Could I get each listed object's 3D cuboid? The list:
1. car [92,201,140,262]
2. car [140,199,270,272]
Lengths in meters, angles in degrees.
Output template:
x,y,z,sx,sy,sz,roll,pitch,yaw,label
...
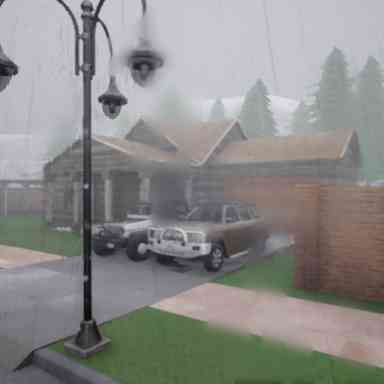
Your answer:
x,y,z,sx,sy,sz,roll,pitch,yaw,label
-1.514,1.190,11.604,1.905,1.878,3.866,0,0,35,car
0.766,1.181,10.475,1.932,1.855,4.605,0,0,35,car
